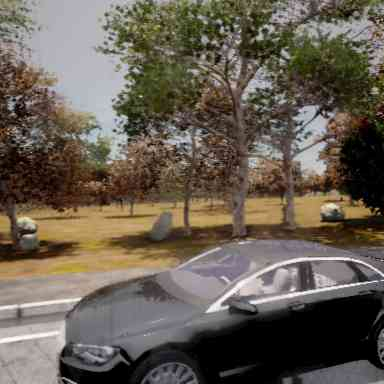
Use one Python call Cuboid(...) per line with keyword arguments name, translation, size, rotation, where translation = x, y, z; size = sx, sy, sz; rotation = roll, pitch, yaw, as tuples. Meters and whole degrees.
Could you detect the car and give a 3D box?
Cuboid(name="car", translation=(0.861, 1.449, 4.403), size=(4.902, 1.511, 2.128), rotation=(0, 1, -20))
